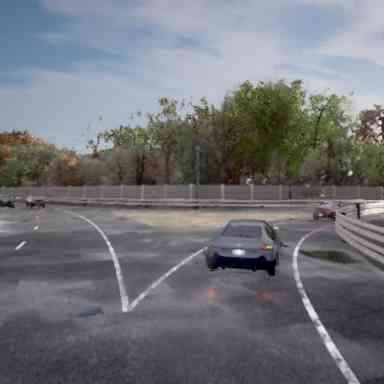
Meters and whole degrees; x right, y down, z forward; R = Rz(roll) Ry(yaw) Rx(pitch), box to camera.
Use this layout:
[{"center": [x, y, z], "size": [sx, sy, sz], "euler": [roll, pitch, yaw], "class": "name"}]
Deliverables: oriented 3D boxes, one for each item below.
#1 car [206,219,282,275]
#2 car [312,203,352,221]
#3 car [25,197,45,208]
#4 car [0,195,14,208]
[{"center": [1.817, 1.575, 10.764], "size": [1.994, 1.385, 4.181], "euler": [0, 0, 17], "class": "car"}, {"center": [11.495, 1.588, 27.239], "size": [1.812, 1.442, 4.674], "euler": [0, 0, 44], "class": "car"}, {"center": [-21.244, 1.412, 44.951], "size": [1.837, 1.490, 4.892], "euler": [1, 0, -36], "class": "car"}, {"center": [-25.165, 1.241, 44.372], "size": [2.097, 1.767, 4.553], "euler": [0, 0, -36], "class": "car"}]
